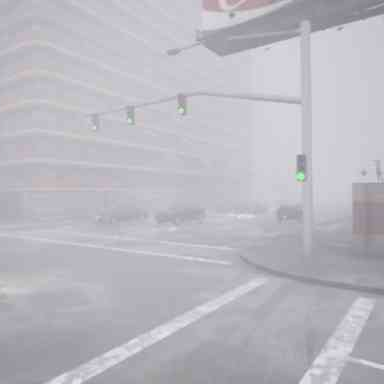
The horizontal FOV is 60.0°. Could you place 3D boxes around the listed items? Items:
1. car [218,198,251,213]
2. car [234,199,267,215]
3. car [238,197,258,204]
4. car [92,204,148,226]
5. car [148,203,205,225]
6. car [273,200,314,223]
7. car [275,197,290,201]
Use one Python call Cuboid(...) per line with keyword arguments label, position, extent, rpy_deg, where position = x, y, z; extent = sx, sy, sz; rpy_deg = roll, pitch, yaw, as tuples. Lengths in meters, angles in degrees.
Cuboid(label="car", position=(4.963, 1.759, 40.714), extent=(1.837, 1.490, 4.892), rpy_deg=(-1, -1, 35))
Cuboid(label="car", position=(6.872, 1.771, 37.349), extent=(1.994, 1.385, 4.181), rpy_deg=(-1, 0, 35))
Cuboid(label="car", position=(12.593, 1.925, 74.491), extent=(4.181, 1.385, 1.994), rpy_deg=(-1, 0, 22))
Cuboid(label="car", position=(-5.464, 1.742, 25.946), extent=(2.128, 1.511, 4.902), rpy_deg=(-1, 0, 36))
Cuboid(label="car", position=(-0.873, 1.685, 26.374), extent=(1.882, 1.535, 5.008), rpy_deg=(-1, -1, 35))
Cuboid(label="car", position=(8.429, 1.651, 27.245), extent=(1.837, 1.490, 4.892), rpy_deg=(-1, -1, 35))
Cuboid(label="car", position=(14.898, 1.650, 54.646), extent=(1.882, 1.535, 5.008), rpy_deg=(-1, -1, 35))
